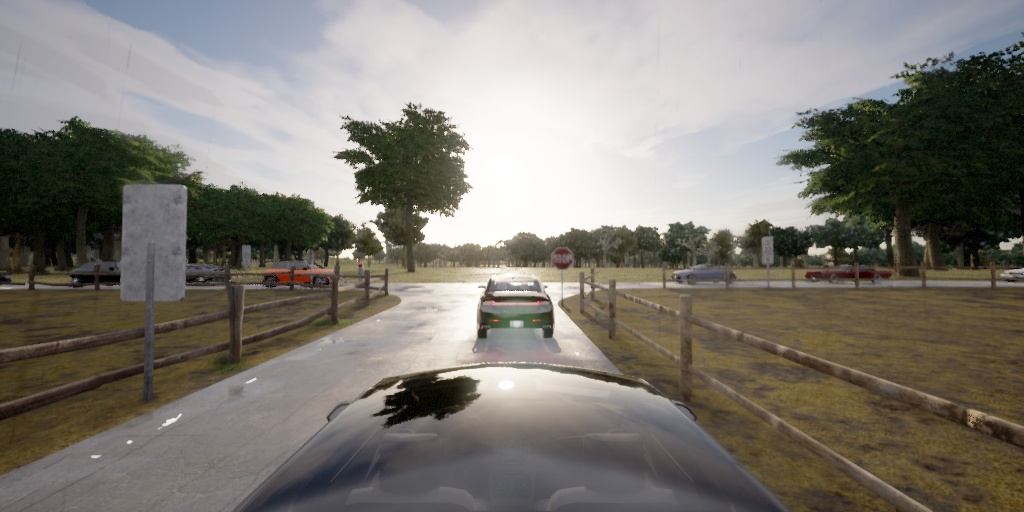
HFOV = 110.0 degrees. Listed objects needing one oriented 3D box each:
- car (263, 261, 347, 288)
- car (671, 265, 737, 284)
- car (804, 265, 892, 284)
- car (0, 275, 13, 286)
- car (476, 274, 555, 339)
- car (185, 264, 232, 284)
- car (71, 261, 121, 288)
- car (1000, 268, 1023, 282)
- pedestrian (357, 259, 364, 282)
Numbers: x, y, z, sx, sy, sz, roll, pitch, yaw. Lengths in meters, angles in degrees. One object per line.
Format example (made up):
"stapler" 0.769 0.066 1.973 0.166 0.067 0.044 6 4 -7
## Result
"car" -13.049 1.107 22.871 4.553 1.767 2.097 0 -1 0
"car" 13.732 1.301 25.827 4.181 1.385 1.994 0 -1 0
"car" 23.914 1.287 25.696 4.718 1.301 1.895 0 -1 3
"car" -35.519 1.293 22.812 5.357 1.411 2.033 0 -1 0
"car" 0.041 1.248 10.106 2.128 1.511 4.902 0 0 -1
"car" -23.024 1.318 25.775 4.902 1.511 2.128 0 -1 0
"car" -24.849 1.102 22.841 4.553 1.767 2.097 0 -1 0
"car" 36.673 1.120 24.357 4.674 1.442 1.812 -1 -2 10
"pedestrian" -12.188 1.167 28.848 0.375 1.860 0.375 0 -1 0
